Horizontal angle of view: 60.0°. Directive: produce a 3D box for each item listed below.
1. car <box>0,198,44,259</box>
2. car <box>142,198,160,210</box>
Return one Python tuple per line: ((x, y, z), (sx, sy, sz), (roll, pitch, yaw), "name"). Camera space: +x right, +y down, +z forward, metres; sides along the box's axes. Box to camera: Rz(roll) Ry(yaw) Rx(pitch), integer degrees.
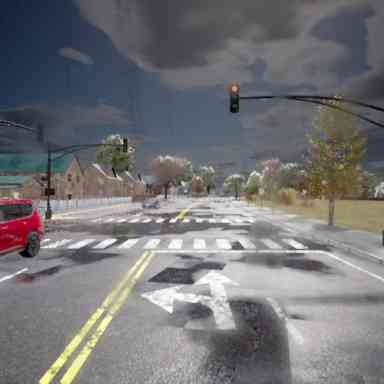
((-6.452, 1.234, 9.791), (2.150, 2.045, 5.566), (0, 0, 1), "car")
((-5.470, 1.545, 44.433), (2.128, 1.511, 4.902), (0, 0, 3), "car")
